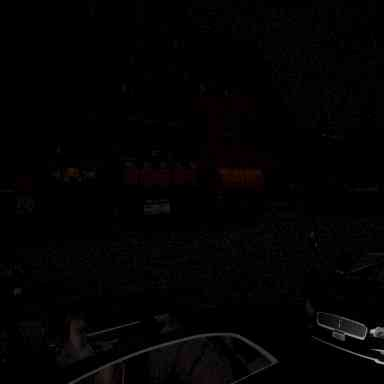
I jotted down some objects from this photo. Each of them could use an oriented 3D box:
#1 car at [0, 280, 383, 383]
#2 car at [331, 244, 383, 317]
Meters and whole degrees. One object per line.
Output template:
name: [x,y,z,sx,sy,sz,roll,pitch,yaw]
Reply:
car: [-0.837,1.550,2.238,4.403,1.369,2.008,0,-2,-36]
car: [3.595,1.548,5.408,4.403,1.369,2.008,0,-2,-36]
